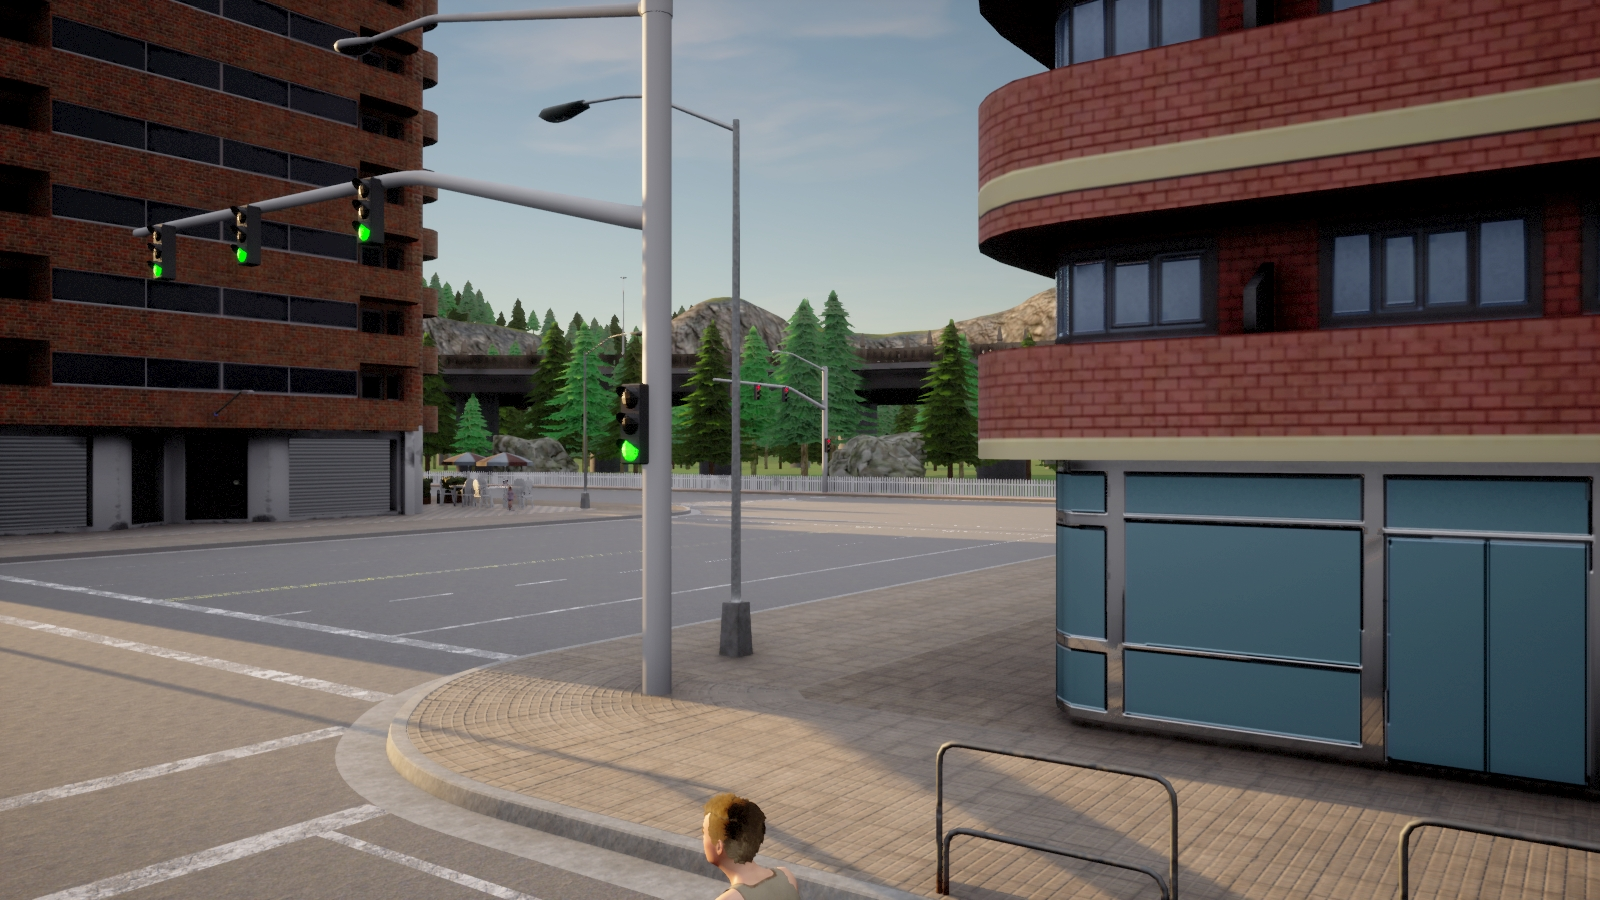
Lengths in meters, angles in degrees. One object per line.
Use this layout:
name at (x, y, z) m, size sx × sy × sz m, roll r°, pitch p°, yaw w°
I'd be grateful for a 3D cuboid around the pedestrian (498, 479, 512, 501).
pedestrian at (-15.046, 2.019, 58.325) m, size 0.500 × 1.100 × 0.500 m, roll 0°, pitch 0°, yaw 25°

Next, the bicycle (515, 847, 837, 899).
bicycle at (-0.301, 2.233, 4.022) m, size 1.487 × 1.126 × 0.859 m, roll 0°, pitch 0°, yaw 35°

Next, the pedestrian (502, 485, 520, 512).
pedestrian at (-12.159, 2.027, 48.076) m, size 0.500 × 1.100 × 0.500 m, roll 0°, pitch 0°, yaw 25°
